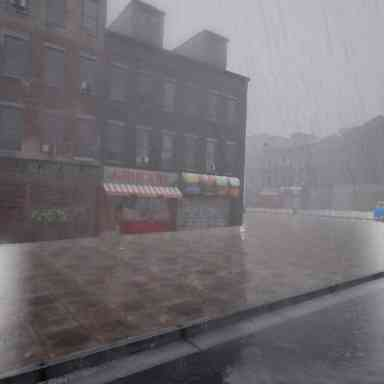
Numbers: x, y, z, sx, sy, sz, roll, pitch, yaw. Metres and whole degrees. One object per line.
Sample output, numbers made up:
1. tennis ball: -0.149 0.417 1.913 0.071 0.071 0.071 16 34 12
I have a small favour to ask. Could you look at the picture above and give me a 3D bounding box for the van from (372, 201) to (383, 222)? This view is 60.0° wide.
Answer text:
1. van: 17.408 1.681 27.864 1.690 1.788 3.998 3 -2 -35
